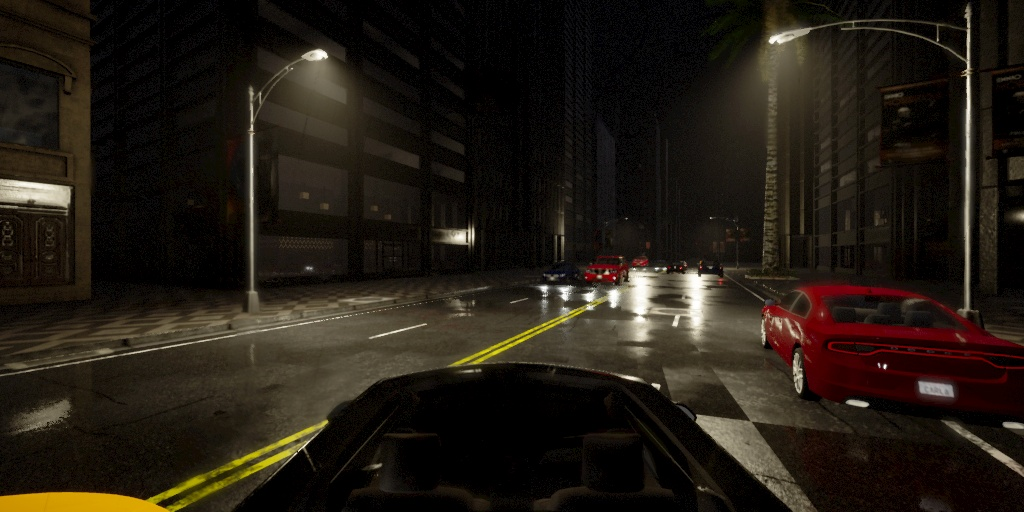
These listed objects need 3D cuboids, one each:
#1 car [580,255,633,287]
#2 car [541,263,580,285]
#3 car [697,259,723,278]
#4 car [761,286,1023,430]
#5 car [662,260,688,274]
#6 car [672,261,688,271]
[{"bbox_3d":[6.850,0.977,25.383,2.150,2.045,5.566,0,0,27],"label":"car"},{"bbox_3d":[3.804,1.281,26.568,1.812,1.442,4.674,0,0,27],"label":"car"},{"bbox_3d":[19.308,1.117,34.971,2.097,1.767,4.553,0,0,27],"label":"car"},{"bbox_3d":[5.517,1.228,5.902,1.882,1.535,5.008,0,0,27],"label":"car"},{"bbox_3d":[18.671,1.316,40.794,2.033,1.411,5.357,0,0,27],"label":"car"},{"bbox_3d":[23.563,1.379,50.290,1.895,1.301,4.718,0,0,27],"label":"car"}]
